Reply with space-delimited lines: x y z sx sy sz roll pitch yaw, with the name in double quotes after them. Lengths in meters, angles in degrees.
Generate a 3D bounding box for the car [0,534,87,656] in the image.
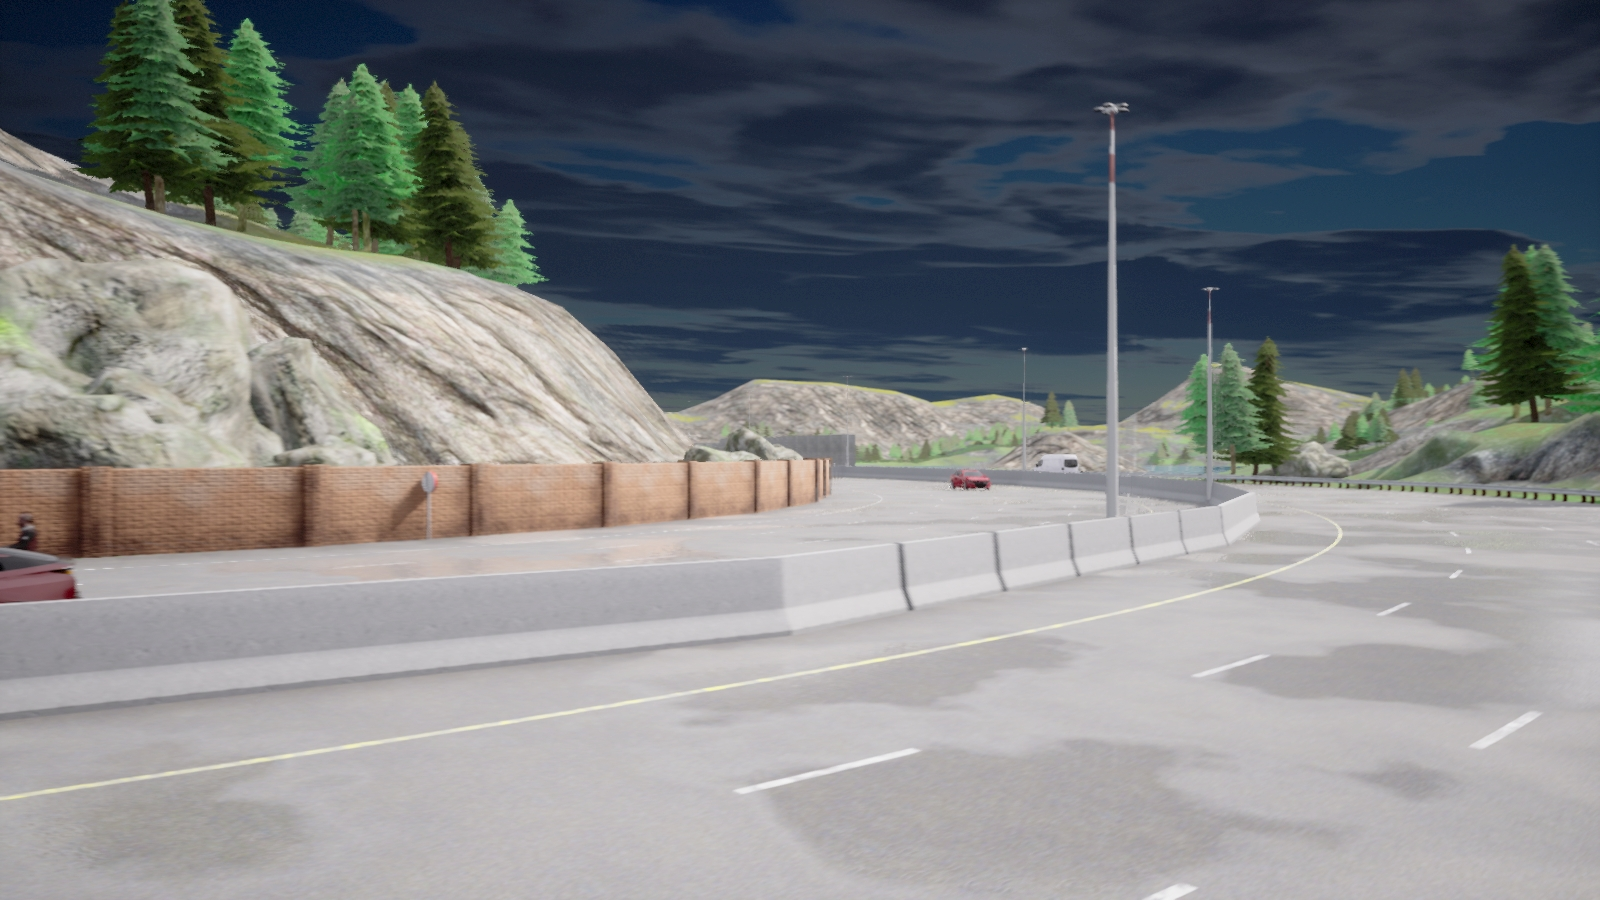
-12.647 2.086 15.904 4.514 1.525 2.007 0 0 -35 "car"
